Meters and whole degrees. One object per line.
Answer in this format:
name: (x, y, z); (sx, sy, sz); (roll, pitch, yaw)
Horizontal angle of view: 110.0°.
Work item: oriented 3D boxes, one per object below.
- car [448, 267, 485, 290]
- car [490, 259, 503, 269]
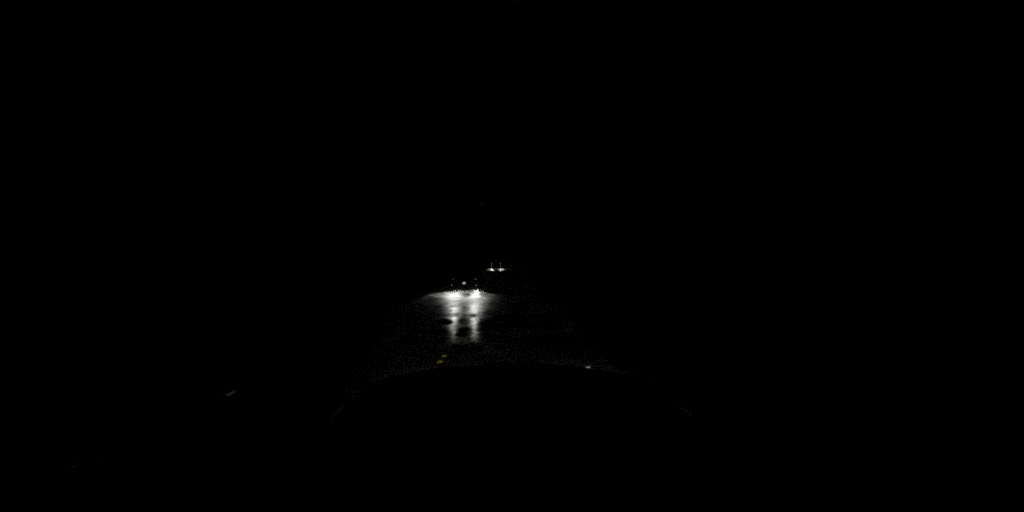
car: (-2.838, 1.422, 23.185); (1.994, 1.385, 4.181); (0, 0, 0)
car: (-2.755, 1.379, 64.320); (2.097, 1.767, 4.553); (0, 0, 1)
